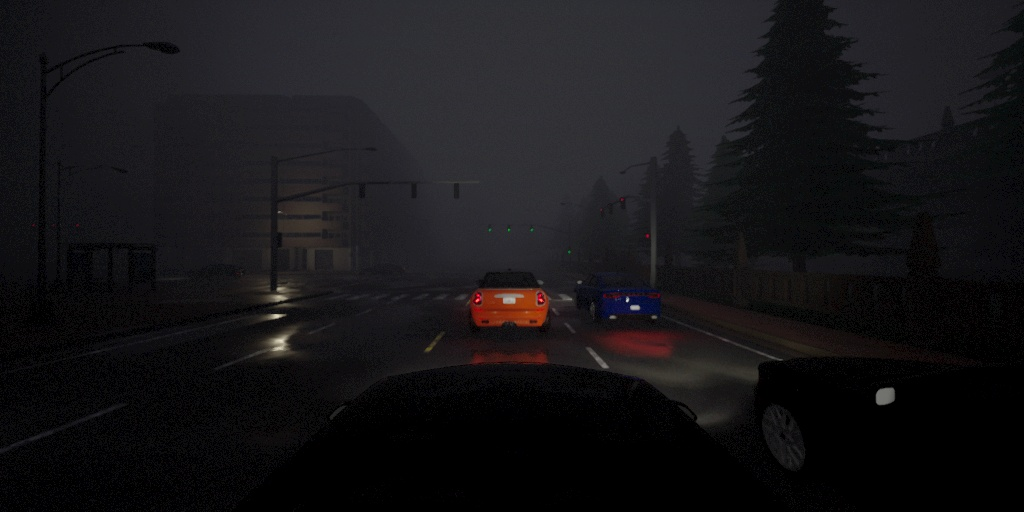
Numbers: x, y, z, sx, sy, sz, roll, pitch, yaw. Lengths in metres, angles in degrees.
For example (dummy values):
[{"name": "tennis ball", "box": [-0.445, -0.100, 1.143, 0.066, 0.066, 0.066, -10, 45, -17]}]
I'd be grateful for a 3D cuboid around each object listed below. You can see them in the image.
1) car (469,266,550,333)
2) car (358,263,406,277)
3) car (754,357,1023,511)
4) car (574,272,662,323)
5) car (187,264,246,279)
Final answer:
[{"name": "car", "box": [-0.071, 1.155, 11.117, 2.097, 1.767, 4.553, 0, 0, 0]}, {"name": "car", "box": [-14.281, 1.528, 39.521, 4.892, 1.490, 1.837, 0, 3, -18]}, {"name": "car", "box": [3.311, 1.226, 1.623, 1.882, 1.535, 5.008, 0, 0, 3]}, {"name": "car", "box": [3.427, 1.288, 12.479, 1.882, 1.535, 5.008, 0, 0, 0]}, {"name": "car", "box": [-29.137, 1.508, 35.378, 4.892, 1.490, 1.837, 0, 0, -1]}]
